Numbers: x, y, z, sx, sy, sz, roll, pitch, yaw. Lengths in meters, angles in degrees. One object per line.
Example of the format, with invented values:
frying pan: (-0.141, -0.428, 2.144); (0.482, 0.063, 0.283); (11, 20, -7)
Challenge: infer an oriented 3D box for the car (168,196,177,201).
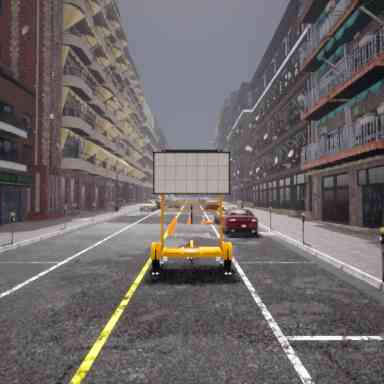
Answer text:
car: (-5.292, 1.825, 90.773); (1.947, 1.339, 4.313); (1, 0, 0)

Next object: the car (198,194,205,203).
car: (2.588, 1.680, 63.058); (1.887, 1.381, 4.507); (1, 0, 0)

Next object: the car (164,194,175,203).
car: (-5.286, 1.521, 79.711); (2.192, 1.841, 5.009); (1, 0, 0)

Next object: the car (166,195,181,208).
car: (-2.748, 1.582, 49.763); (2.128, 1.511, 4.902); (0, 0, 0)

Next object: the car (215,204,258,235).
car: (2.586, 1.564, 18.812); (1.887, 1.381, 4.507); (1, 0, 0)

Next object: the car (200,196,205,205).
car: (2.587, 1.632, 46.466); (2.008, 1.369, 4.403); (1, 0, 0)

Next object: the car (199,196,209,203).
car: (2.598, 1.621, 74.120); (1.967, 1.590, 4.097); (1, 0, 0)

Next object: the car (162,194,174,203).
car: (-5.287, 1.497, 74.181); (2.192, 1.841, 5.009); (1, 0, 0)

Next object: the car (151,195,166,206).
car: (-5.287, 1.396, 46.530); (2.192, 1.841, 5.009); (2, 0, 0)

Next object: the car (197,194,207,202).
car: (2.560, 1.546, 85.182); (2.192, 1.841, 5.009); (1, 0, 0)

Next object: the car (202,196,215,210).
car: (2.587, 1.611, 40.934); (1.887, 1.381, 4.507); (1, 0, 0)

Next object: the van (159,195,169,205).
van: (-5.288, 1.477, 63.121); (1.690, 1.788, 3.998); (1, 0, 0)

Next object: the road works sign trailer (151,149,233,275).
road works sign trailer: (-0.009, 0.472, 10.484); (2.380, 3.560, 2.880); (0, 0, 0)

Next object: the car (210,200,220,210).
car: (2.587, 1.554, 24.514); (1.752, 1.417, 4.829); (1, 0, 0)

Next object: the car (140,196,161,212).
car: (-5.293, 1.592, 40.828); (1.752, 1.417, 4.829); (2, 0, 0)
